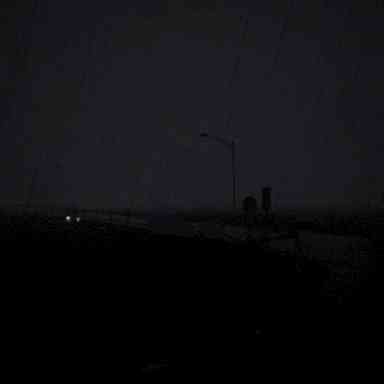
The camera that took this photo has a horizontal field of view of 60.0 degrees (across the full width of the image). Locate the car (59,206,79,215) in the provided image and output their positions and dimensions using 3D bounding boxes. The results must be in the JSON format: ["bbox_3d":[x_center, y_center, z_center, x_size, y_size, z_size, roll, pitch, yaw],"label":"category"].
[{"bbox_3d":[-18.509,2.793,50.159,1.895,1.301,4.718,0,-1,-35],"label":"car"}]
